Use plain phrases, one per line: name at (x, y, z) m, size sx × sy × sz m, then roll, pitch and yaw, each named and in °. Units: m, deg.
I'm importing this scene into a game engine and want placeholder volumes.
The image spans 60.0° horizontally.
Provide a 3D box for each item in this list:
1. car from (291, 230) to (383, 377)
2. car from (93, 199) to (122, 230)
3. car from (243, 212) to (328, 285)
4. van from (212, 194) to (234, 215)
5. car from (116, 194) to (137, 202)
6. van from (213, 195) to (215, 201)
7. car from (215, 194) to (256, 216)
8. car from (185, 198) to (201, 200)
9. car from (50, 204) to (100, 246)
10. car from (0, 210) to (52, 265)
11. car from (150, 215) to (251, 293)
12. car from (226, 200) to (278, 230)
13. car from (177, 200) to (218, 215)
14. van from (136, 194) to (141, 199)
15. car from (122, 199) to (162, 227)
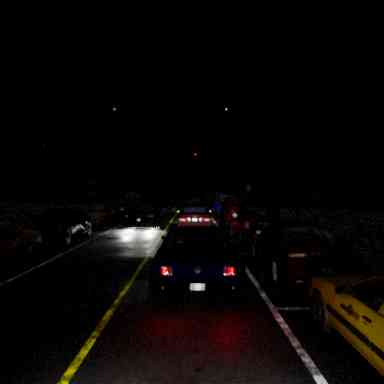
car at (2.769, 1.491, 3.821) m, size 1.752 × 1.417 × 4.829 m, roll 0°, pitch 0°, yaw 0°
car at (-5.721, 1.353, 19.812) m, size 1.752 × 1.417 × 4.829 m, roll 0°, pitch 0°, yaw 0°
car at (2.780, 1.464, 9.089) m, size 1.887 × 1.381 × 4.507 m, roll 0°, pitch 0°, yaw 0°
van at (2.828, 1.075, 30.836) m, size 1.690 × 1.788 × 3.998 m, roll 0°, pitch 0°, yaw 0°
car at (-5.709, 1.220, 25.418) m, size 1.967 × 1.590 × 4.097 m, roll 0°, pitch 0°, yaw 0°
van at (2.816, 1.121, 25.399) m, size 1.690 × 1.788 × 3.998 m, roll 0°, pitch 0°, yaw 0°
car at (2.804, 1.141, 19.961) m, size 2.192 × 1.841 × 5.009 m, roll 0°, pitch 0°, yaw 0°
car at (0.061, 1.226, 29.096) m, size 1.882 × 1.535 × 5.008 m, roll 0°, pitch 0°, yaw 0°
car at (-5.733, 1.438, 14.545) m, size 1.947 × 1.339 × 4.313 m, roll 0°, pitch 0°, yaw 0°
car at (-5.745, 1.446, 8.938) m, size 1.752 × 1.417 × 4.829 m, roll 0°, pitch 0°, yaw 0°
car at (0.118, 1.524, 8.630) m, size 1.895 × 1.301 × 4.718 m, roll 0°, pitch 0°, yaw 0°
car at (2.792, 1.313, 14.525) m, size 1.967 × 1.590 × 4.097 m, roll 0°, pitch 0°, yaw 0°
car at (0.140, 1.384, 18.790) m, size 2.033 × 1.411 × 5.357 m, roll 0°, pitch 0°, yaw 0°
van at (-5.697, 1.075, 30.855) m, size 1.690 × 1.788 × 3.998 m, roll 0°, pitch 0°, yaw 0°
car at (-3.020, 1.383, 20.861) m, size 1.994 × 1.385 × 4.181 m, roll 0°, pitch 0°, yaw 0°
